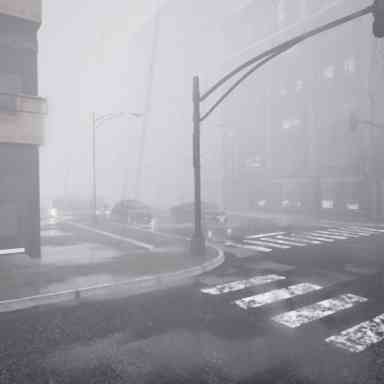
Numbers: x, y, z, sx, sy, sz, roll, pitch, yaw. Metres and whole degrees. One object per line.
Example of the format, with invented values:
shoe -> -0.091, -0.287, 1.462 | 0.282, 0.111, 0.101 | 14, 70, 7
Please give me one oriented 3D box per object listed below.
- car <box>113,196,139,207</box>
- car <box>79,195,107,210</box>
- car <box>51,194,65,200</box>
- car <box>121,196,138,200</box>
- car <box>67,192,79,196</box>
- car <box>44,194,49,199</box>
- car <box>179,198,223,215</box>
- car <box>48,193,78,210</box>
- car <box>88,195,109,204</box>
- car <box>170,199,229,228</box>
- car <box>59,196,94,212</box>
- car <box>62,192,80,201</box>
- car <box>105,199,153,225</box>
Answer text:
car -> -9.127, 1.265, 45.950 | 1.752, 1.417, 4.829 | -1, 1, -35
car -> -11.495, 1.397, 39.210 | 2.033, 1.411, 5.357 | -1, 1, -35
car -> -31.668, 1.123, 78.518 | 2.008, 1.369, 4.403 | -1, 1, -35
car -> -5.494, 1.373, 30.526 | 1.882, 1.535, 5.008 | -1, 1, -35
car -> -19.905, 1.222, 56.790 | 1.837, 1.490, 4.892 | -1, 1, -35
car -> -34.999, 1.074, 83.330 | 1.752, 1.417, 4.829 | -1, 1, -35
car -> 0.756, 1.359, 31.856 | 1.887, 1.381, 4.507 | -1, 1, -35
car -> -15.918, 1.312, 41.040 | 1.967, 1.590, 4.097 | -1, 1, -35
car -> -15.595, 1.216, 55.295 | 1.752, 1.417, 4.829 | -1, 1, -35
car -> 0.392, 1.433, 22.020 | 2.128, 1.511, 4.902 | -1, 1, -35
car -> -12.683, 1.448, 36.368 | 2.008, 1.369, 4.403 | -1, 1, -35
car -> -25.202, 0.934, 69.170 | 2.192, 1.841, 5.009 | -1, 1, -35
car -> -4.418, 1.509, 24.199 | 1.887, 1.381, 4.507 | -1, 1, -35
